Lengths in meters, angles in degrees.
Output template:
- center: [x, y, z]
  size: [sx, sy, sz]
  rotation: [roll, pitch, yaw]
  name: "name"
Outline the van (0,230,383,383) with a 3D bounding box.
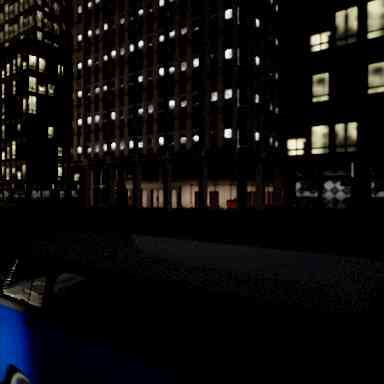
- center: [-0.264, 1.342, 3.055]
  size: [3.998, 1.788, 1.690]
  rotation: [0, 0, 36]
  name: "van"
